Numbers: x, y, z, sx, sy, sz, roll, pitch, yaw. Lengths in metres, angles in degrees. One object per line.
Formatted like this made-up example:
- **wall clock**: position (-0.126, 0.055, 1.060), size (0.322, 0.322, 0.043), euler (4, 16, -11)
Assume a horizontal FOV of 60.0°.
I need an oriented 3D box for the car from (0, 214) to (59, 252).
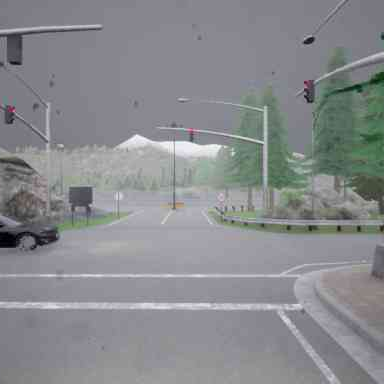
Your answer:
- **car**: position (-8.197, 1.634, 13.766), size (5.008, 1.535, 1.882), euler (-2, 0, -7)
